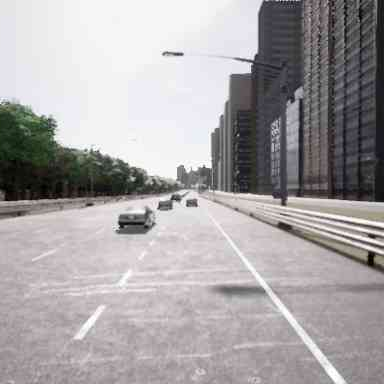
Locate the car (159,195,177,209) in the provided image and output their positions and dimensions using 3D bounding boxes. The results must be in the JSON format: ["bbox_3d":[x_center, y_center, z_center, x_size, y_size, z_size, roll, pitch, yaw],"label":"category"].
[{"bbox_3d":[-3.585,1.519,45.740,2.128,1.511,4.902,0,0,0],"label":"car"}]

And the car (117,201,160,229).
[{"bbox_3d":[-3.514,1.547,21.735,2.033,1.411,5.357,0,0,0],"label":"car"}]

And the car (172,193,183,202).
[{"bbox_3d":[-3.777,1.335,78.325,2.150,2.045,5.566,0,0,0],"label":"car"}]

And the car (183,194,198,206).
[{"bbox_3d":[-0.033,1.545,56.006,2.128,1.511,4.902,0,0,0],"label":"car"}]
